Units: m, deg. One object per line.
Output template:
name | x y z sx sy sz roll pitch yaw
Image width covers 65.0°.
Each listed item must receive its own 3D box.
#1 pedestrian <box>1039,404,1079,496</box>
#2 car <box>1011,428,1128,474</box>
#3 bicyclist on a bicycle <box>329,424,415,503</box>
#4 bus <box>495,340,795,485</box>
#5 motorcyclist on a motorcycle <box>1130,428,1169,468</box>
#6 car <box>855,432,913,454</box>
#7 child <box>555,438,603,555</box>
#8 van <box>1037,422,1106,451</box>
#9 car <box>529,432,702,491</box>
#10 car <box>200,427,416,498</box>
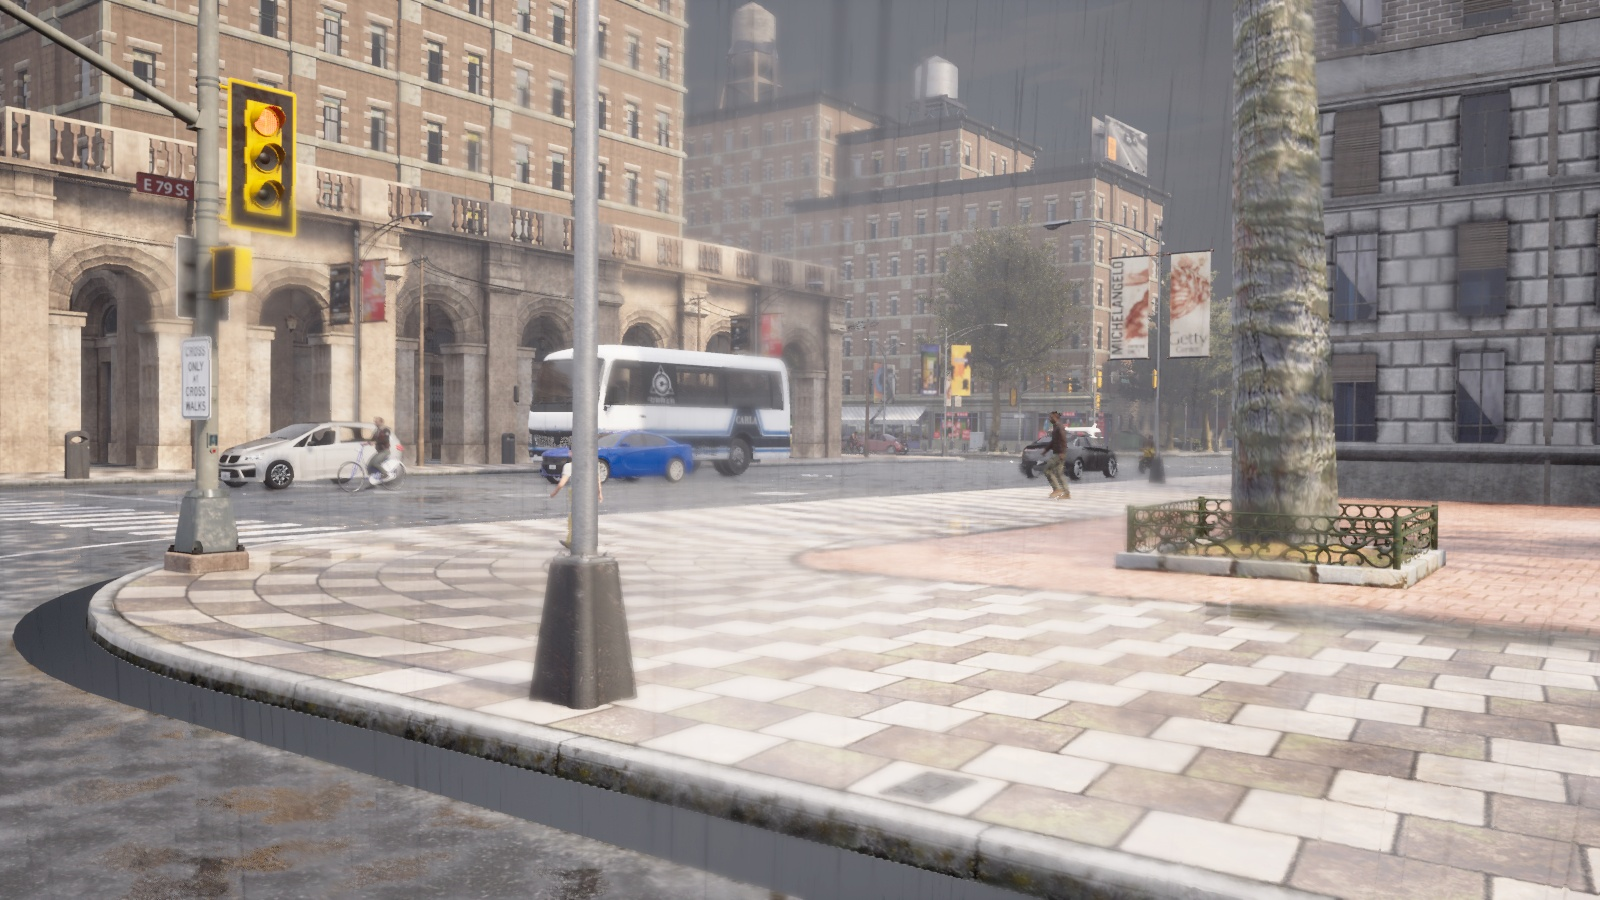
pedestrian | 5.229 -0.005 25.333 0.703 1.840 0.431 0 1 22
car | 9.455 0.005 43.757 2.128 1.511 4.902 0 1 37
bicyclist on a bicycle | -9.999 0.291 29.381 0.659 1.776 1.843 0 1 37
bus | -4.838 -1.177 42.145 3.944 4.253 10.273 0 1 37
motorcyclist on a motorcycle | 13.839 -0.091 49.729 0.797 1.523 2.044 0 1 36
car | 5.854 -0.507 87.856 3.633 1.501 1.845 0 1 36
child | -2.431 0.502 13.807 0.437 1.263 0.270 0 1 36
van | 19.797 -0.977 91.710 4.480 2.038 2.069 0 1 41
car | -5.174 0.266 35.848 1.882 1.535 5.008 0 1 37
car | -12.425 0.252 31.977 2.242 1.667 4.611 0 1 37
